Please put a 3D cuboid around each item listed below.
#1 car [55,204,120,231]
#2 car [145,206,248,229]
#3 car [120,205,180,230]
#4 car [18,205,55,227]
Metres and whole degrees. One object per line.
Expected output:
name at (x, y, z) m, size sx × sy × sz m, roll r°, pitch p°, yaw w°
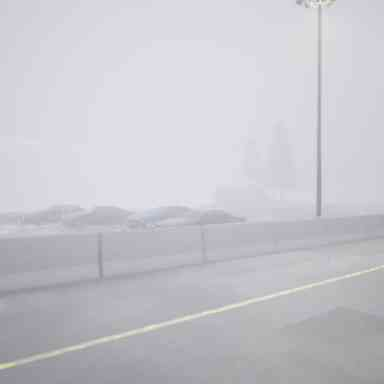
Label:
car at (-5.875, 1.558, 21.211) m, size 4.674 × 1.442 × 1.812 m, roll 1°, pitch 0°, yaw -35°
car at (0.573, 1.595, 17.176) m, size 5.357 × 1.411 × 2.033 m, roll 0°, pitch 0°, yaw -36°
car at (-1.471, 1.539, 20.018) m, size 5.008 × 1.535 × 1.882 m, roll 0°, pitch 0°, yaw -35°
car at (-9.095, 1.574, 23.230) m, size 5.357 × 1.411 × 2.033 m, roll 0°, pitch 0°, yaw -35°
